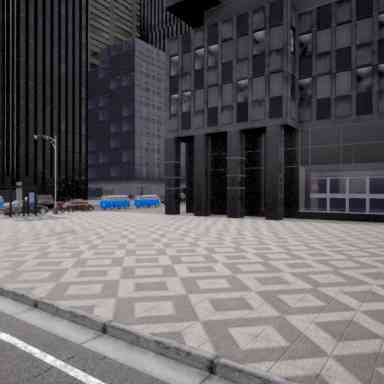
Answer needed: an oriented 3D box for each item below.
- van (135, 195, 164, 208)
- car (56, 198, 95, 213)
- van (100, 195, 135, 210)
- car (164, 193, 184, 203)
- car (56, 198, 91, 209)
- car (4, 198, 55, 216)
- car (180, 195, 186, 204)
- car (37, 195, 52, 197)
[{"bbox_3d":[-6.128,1.328,45.799,1.690,1.788,3.998,0,0,35],"label":"van"},{"bbox_3d":[-12.712,1.575,36.548,1.802,1.307,4.206,0,0,35],"label":"car"},{"bbox_3d":[-9.420,1.331,41.174,1.690,1.788,3.998,0,0,35],"label":"van"},{"bbox_3d":[-3.478,1.196,59.489,2.150,2.045,5.566,0,0,36],"label":"car"},{"bbox_3d":[-16.367,1.547,46.115,1.802,1.307,4.206,0,0,35],"label":"car"},{"bbox_3d":[-16.004,1.548,31.922,2.008,1.369,4.403,0,0,35],"label":"car"},{"bbox_3d":[0.454,1.568,55.052,1.802,1.307,4.206,0,0,35],"label":"car"},{"bbox_3d":[-19.658,1.284,41.488,2.192,1.841,5.009,0,0,35],"label":"car"}]
